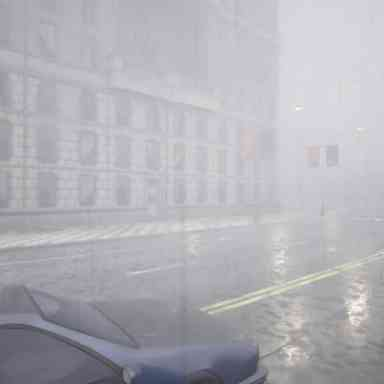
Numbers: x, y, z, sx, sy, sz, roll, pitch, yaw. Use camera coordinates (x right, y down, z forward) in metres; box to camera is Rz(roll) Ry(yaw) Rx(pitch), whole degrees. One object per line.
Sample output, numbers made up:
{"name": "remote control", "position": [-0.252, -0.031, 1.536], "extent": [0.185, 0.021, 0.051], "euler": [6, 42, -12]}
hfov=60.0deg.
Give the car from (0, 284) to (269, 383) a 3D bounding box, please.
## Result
{"name": "car", "position": [-1.828, 1.550, 2.612], "extent": [5.357, 1.411, 2.033], "euler": [0, 0, -35]}
